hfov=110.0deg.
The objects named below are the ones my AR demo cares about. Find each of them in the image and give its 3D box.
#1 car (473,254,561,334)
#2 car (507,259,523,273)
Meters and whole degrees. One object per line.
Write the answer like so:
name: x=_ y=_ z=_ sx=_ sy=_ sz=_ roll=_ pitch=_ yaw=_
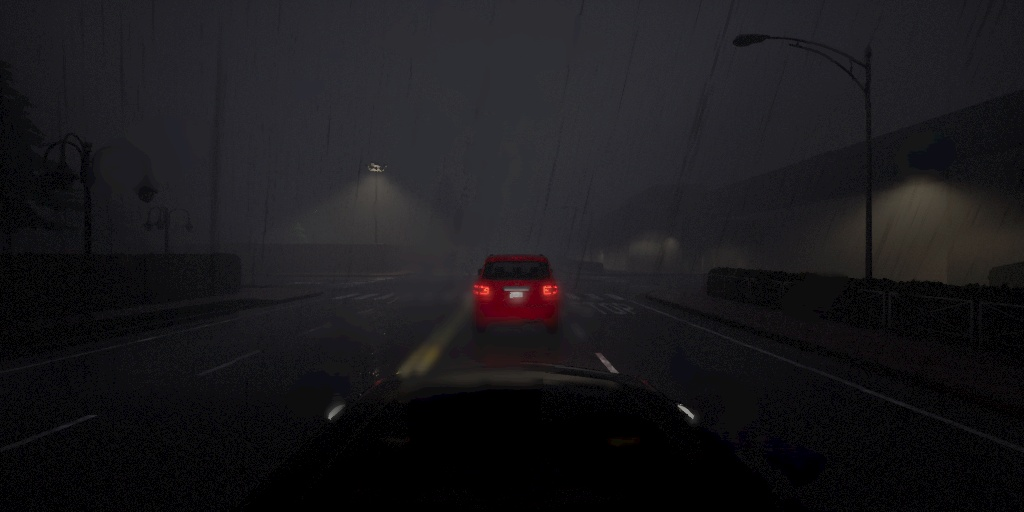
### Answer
car: x=0.122 y=0.971 z=10.749 sx=2.150 sy=2.045 sz=5.566 roll=0 pitch=0 yaw=0
car: x=0.360 y=1.227 z=45.602 sx=1.882 sy=1.535 sz=5.008 roll=0 pitch=0 yaw=1
